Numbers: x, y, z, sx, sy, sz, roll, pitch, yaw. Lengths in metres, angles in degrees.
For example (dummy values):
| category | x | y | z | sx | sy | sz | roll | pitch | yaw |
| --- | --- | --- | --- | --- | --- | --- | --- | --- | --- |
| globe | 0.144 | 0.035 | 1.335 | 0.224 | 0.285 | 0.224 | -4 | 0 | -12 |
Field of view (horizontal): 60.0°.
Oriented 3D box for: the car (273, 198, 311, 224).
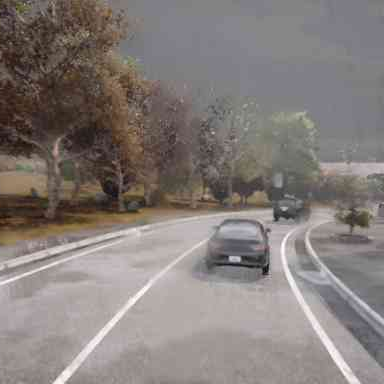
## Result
| category | x | y | z | sx | sy | sz | roll | pitch | yaw |
| --- | --- | --- | --- | --- | --- | --- | --- | --- | --- |
| car | 8.855 | 1.582 | 29.195 | 2.150 | 2.045 | 5.566 | 3 | 1 | 31 |

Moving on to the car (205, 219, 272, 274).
| category | x | y | z | sx | sy | sz | roll | pitch | yaw |
| --- | --- | --- | --- | --- | --- | --- | --- | --- | --- |
| car | 1.603 | 1.609 | 10.969 | 1.812 | 1.442 | 4.674 | 1 | 0 | 12 |

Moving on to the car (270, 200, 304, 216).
| category | x | y | z | sx | sy | sz | roll | pitch | yaw |
| --- | --- | --- | --- | --- | --- | --- | --- | --- | --- |
| car | 11.199 | 1.829 | 38.860 | 1.882 | 1.535 | 5.008 | 4 | 2 | 39 |
